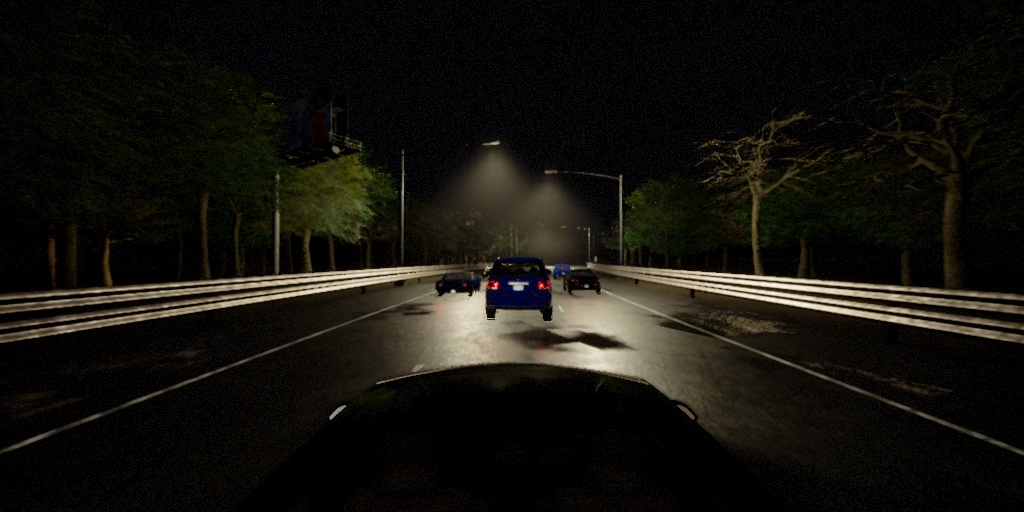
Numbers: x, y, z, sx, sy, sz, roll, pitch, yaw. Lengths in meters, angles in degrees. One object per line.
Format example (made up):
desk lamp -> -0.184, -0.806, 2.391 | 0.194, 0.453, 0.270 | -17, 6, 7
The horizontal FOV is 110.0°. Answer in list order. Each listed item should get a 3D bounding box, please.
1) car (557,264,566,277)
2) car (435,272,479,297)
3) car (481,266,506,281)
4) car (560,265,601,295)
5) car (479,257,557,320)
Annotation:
car -> 5.399, 1.619, 38.576 | 1.882, 1.535, 5.008 | 0, -1, 5
car -> -2.906, 1.543, 20.586 | 1.895, 1.301, 4.718 | 0, -1, 3
car -> -1.833, 1.712, 36.454 | 1.895, 1.301, 4.718 | 0, -1, 5
car -> 4.162, 1.487, 21.735 | 1.812, 1.442, 4.674 | 0, -1, 3
car -> 0.297, 1.088, 13.355 | 2.150, 2.045, 5.566 | 0, -1, 2
